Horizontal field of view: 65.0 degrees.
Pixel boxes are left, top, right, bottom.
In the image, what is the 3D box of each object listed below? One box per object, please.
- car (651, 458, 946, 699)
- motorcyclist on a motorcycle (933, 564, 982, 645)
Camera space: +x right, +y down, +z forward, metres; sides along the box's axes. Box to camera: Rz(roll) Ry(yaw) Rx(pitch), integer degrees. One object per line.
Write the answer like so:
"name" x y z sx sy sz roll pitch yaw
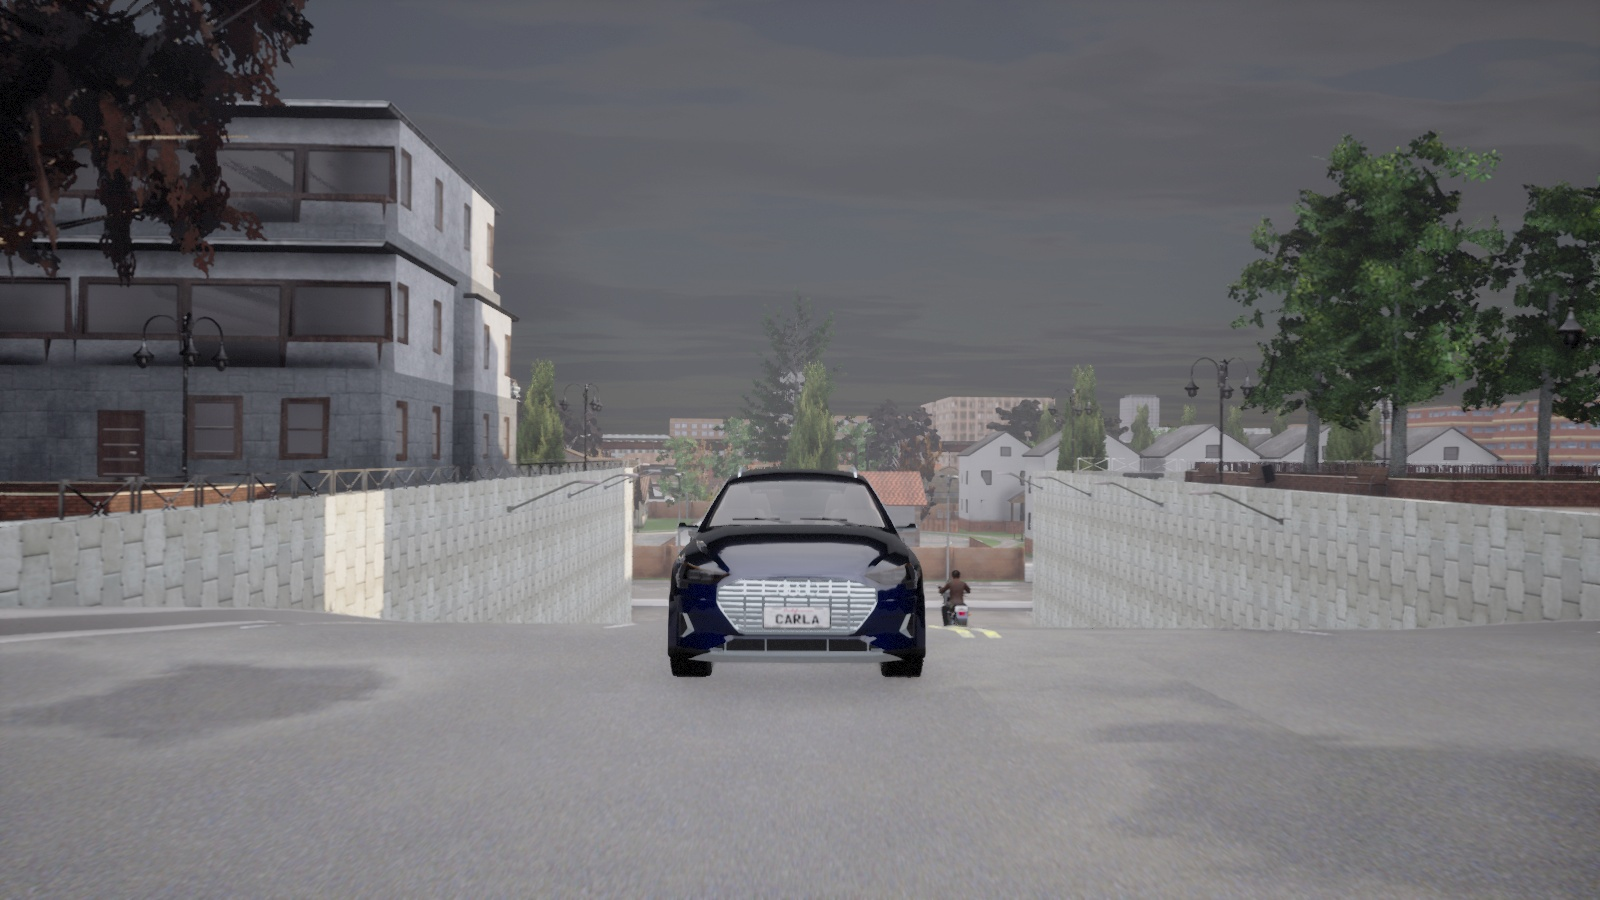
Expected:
"car" -0.015 0.940 11.097 2.033 1.649 4.856 0 -1 0
"motorcyclist on a motorcycle" 3.455 3.444 27.738 0.766 1.649 2.350 0 -10 0
